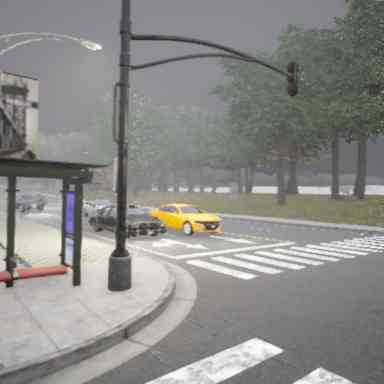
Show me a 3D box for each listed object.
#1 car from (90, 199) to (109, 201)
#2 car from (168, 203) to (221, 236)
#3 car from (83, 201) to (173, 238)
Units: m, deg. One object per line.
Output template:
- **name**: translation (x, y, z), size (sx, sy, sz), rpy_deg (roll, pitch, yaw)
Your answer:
- **car**: translation (-7.454, 1.325, 27.187), size (1.812, 1.442, 4.674), rpy_deg (2, 0, -38)
- **car**: translation (-0.500, 1.404, 18.360), size (1.882, 1.535, 5.008), rpy_deg (2, 0, -38)
- **car**: translation (-3.447, 1.399, 16.845), size (2.033, 1.411, 5.357), rpy_deg (2, 0, -38)
